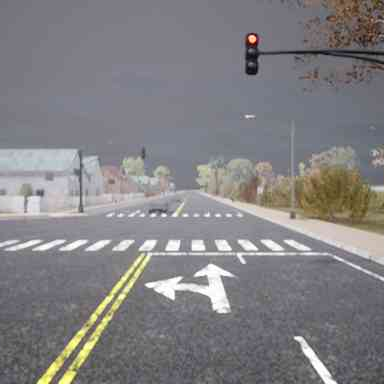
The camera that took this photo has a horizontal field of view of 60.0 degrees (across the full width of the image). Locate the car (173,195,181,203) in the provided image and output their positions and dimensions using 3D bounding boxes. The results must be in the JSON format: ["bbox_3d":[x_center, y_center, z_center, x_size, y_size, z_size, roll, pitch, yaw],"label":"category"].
[{"bbox_3d":[-3.171,1.335,65.385,1.837,1.490,4.892,0,2,0],"label":"car"}]

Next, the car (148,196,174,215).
[{"bbox_3d":[-3.217,1.479,33.484,2.033,1.411,5.357,0,0,0],"label":"car"}]
